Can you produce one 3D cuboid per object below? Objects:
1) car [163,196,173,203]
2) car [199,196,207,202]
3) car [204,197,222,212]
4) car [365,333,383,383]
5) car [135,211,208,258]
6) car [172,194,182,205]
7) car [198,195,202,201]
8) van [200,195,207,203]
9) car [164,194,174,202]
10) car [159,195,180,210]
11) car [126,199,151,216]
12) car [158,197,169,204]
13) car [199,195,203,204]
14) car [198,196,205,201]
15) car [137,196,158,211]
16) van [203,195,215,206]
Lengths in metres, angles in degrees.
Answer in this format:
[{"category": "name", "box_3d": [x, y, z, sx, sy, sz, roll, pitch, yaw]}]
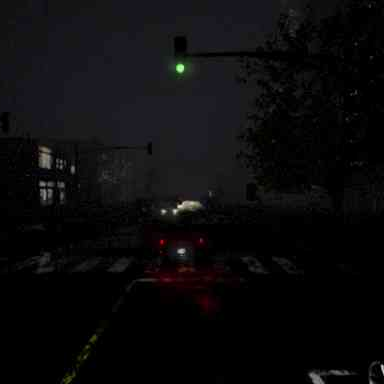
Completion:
[{"category": "car", "box_3d": [-5.674, 1.775, 78.630, 2.008, 1.369, 4.403, 0, 0, 0]}, {"category": "car", "box_3d": [2.708, 1.767, 84.352, 1.752, 1.417, 4.829, 0, 0, 0]}, {"category": "car", "box_3d": [2.700, 1.639, 39.944, 1.752, 1.417, 4.829, 0, 0, 0]}, {"category": "car", "box_3d": [2.694, 1.571, 1.745, 1.947, 1.339, 4.313, 0, 0, 0]}, {"category": "car", "box_3d": [-0.940, 1.638, 12.978, 1.895, 1.301, 4.718, 0, 0, -15]}, {"category": "car", "box_3d": [-3.009, 1.401, 63.201, 2.150, 2.045, 5.566, 0, 0, 0]}, {"category": "car", "box_3d": [2.705, 1.758, 67.529, 1.947, 1.339, 4.313, 0, 0, 0]}, {"category": "van", "box_3d": [2.708, 1.566, 78.631, 1.690, 1.788, 3.998, 0, 0, 0]}, {"category": "car", "box_3d": [-5.672, 1.556, 84.181, 2.192, 1.841, 5.009, 0, 0, 0]}, {"category": "car", "box_3d": [-3.077, 1.610, 46.710, 1.882, 1.535, 5.008, 0, 0, 0]}, {"category": "car", "box_3d": [-5.681, 1.679, 34.222, 1.802, 1.307, 4.206, 0, 0, 0]}, {"category": "car", "box_3d": [-5.676, 1.717, 67.358, 1.752, 1.417, 4.829, 0, 0, 0]}, {"category": "car", "box_3d": [2.703, 1.711, 56.427, 2.008, 1.369, 4.403, 0, 0, 0]}, {"category": "car", "box_3d": [2.709, 1.840, 95.284, 1.947, 1.339, 4.313, 0, 0, 0]}, {"category": "car", "box_3d": [-5.679, 1.428, 39.773, 2.192, 1.841, 5.009, 0, 0, 0]}, {"category": "van", "box_3d": [2.702, 1.470, 45.326, 1.690, 1.788, 3.998, 0, 0, 0]}]
